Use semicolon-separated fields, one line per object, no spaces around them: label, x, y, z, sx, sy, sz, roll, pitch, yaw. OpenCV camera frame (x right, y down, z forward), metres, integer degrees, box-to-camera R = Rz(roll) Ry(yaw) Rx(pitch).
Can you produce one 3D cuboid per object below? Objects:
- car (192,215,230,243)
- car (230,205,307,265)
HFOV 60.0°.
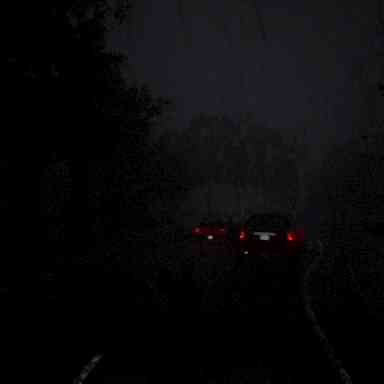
car;1.621;1.899;17.801;1.895;1.301;4.718;-1;-1;20
car;3.201;1.549;12.802;2.097;1.767;4.553;-1;-1;23
